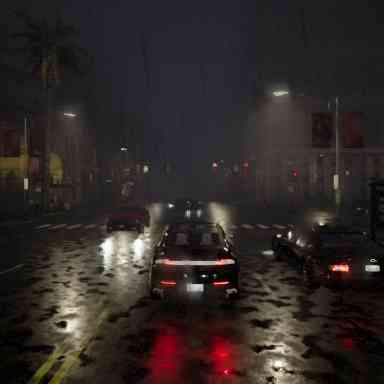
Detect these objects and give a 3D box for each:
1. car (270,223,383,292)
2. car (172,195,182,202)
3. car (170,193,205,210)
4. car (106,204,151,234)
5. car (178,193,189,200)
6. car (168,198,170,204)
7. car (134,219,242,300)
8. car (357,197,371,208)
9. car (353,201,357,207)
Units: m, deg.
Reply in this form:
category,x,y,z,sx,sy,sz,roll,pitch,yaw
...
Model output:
category,x,y,z,sx,sy,sz,roll,pitch,yaw
car,3.567,1.547,9.047,2.033,1.411,5.357,0,0,0
car,-3.461,1.540,78.265,2.033,1.411,5.357,0,0,0
car,-0.642,1.352,44.016,2.097,1.767,4.553,0,0,-29
car,-3.590,1.477,19.484,1.882,1.535,5.008,0,0,0
car,-2.360,1.225,92.890,2.150,2.045,5.566,0,0,10
car,-3.511,1.491,63.943,2.128,1.511,4.902,0,0,0
car,0.063,1.492,8.347,2.128,1.511,4.902,0,0,0
car,25.441,1.505,44.699,4.892,1.490,1.837,0,0,0
car,26.061,1.477,48.209,5.008,1.535,1.882,0,0,0
